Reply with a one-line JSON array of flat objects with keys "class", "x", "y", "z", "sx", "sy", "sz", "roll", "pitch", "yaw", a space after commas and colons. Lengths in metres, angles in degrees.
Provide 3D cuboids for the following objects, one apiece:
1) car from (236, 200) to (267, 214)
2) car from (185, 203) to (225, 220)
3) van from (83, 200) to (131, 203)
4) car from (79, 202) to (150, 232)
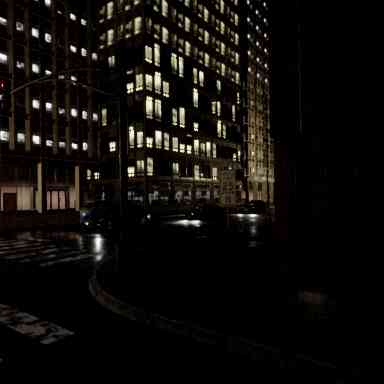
[{"class": "car", "x": 7.087, "y": 1.631, "z": 37.281, "sx": 1.812, "sy": 1.442, "sz": 4.674, "roll": -1, "pitch": -1, "yaw": 36}, {"class": "car", "x": 1.188, "y": 1.649, "z": 29.095, "sx": 1.994, "sy": 1.385, "sz": 4.181, "roll": -1, "pitch": -1, "yaw": 36}, {"class": "van", "x": -6.017, "y": 1.460, "z": 23.528, "sx": 1.690, "sy": 1.788, "sz": 3.998, "roll": -2, "pitch": -1, "yaw": 36}, {"class": "car", "x": -4.675, "y": 1.571, "z": 20.993, "sx": 1.837, "sy": 1.490, "sz": 4.892, "roll": -1, "pitch": -1, "yaw": 33}]
